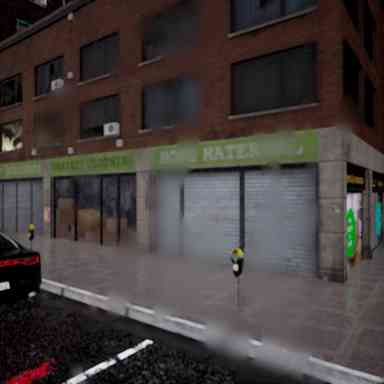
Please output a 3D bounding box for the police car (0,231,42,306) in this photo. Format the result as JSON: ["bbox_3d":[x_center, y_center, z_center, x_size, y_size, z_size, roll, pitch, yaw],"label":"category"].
[{"bbox_3d":[-5.301,1.389,7.169,5.238,1.638,1.930,0,0,36],"label":"police car"}]
